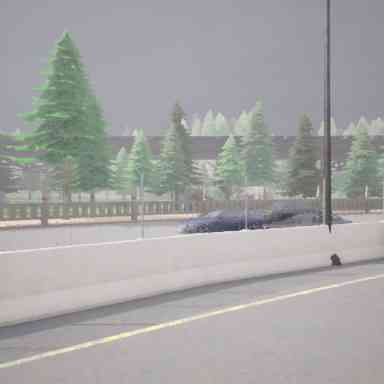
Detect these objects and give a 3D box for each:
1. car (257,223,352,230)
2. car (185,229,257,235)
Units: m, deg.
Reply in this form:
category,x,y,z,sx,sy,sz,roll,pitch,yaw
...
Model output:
category,x,y,z,sx,sy,sz,roll,pitch,yaw
car,5.325,1.564,14.896,4.181,1.385,1.994,0,0,-27
car,1.476,1.526,16.840,4.674,1.442,1.812,0,0,-28
